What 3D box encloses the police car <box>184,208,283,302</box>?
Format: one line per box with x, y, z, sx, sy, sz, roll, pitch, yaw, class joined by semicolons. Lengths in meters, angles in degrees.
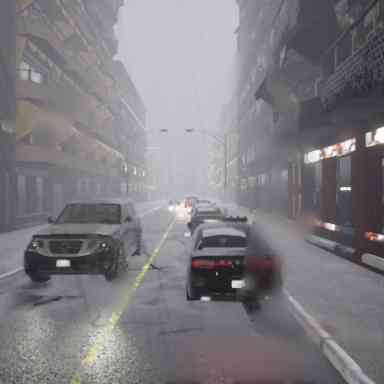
0.825;1.425;8.452;1.930;1.638;5.238;0;0;0;police car

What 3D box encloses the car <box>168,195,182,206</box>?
-2.833;1.522;55.133;2.128;1.511;4.902;0;0;0;car

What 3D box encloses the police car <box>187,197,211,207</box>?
0.825;1.429;24.453;1.930;1.638;5.238;0;0;0;police car

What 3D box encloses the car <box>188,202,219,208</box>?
0.825;1.507;18.343;1.837;1.490;4.892;0;0;0;car

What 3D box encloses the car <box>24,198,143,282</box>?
-2.850;1.222;10.114;2.150;2.045;5.566;0;0;0;car

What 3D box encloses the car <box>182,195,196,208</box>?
0.033;1.374;47.137;2.097;1.767;4.553;0;0;0;car
